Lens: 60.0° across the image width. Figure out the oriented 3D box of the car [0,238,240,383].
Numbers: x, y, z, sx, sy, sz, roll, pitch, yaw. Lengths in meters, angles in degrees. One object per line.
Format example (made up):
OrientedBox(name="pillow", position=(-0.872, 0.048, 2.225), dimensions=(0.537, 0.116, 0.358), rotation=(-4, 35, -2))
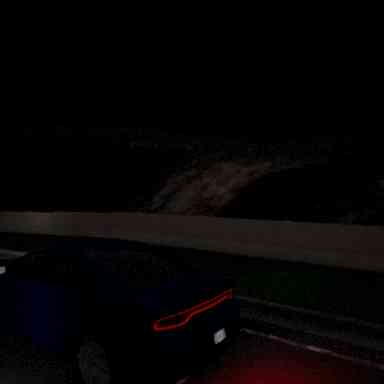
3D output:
OrientedBox(name="car", position=(-1.703, 1.471, 5.225), dimensions=(5.008, 1.535, 1.882), rotation=(0, 0, 35))
